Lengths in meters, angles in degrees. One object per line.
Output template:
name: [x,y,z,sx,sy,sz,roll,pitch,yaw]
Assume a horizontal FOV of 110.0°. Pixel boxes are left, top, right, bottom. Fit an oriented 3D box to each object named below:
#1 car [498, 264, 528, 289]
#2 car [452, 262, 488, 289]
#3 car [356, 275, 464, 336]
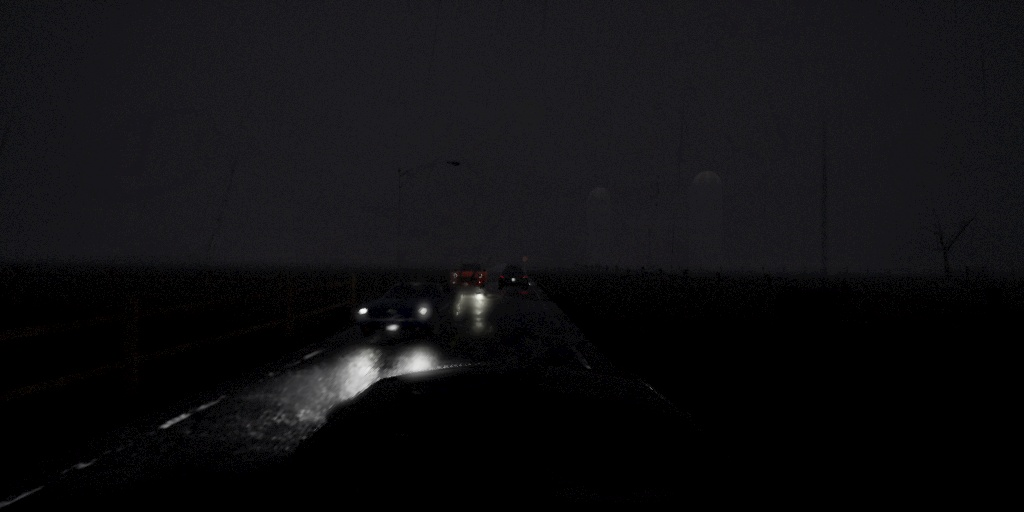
car: [0.090,1.462,24.506,1.994,1.385,4.181,0,0,0]
car: [-2.803,1.255,24.607,2.097,1.767,4.553,0,-1,0]
car: [-2.808,1.409,10.696,1.895,1.301,4.718,0,0,0]
